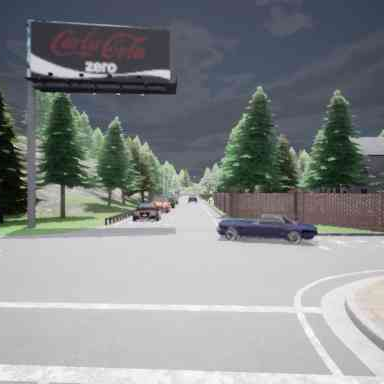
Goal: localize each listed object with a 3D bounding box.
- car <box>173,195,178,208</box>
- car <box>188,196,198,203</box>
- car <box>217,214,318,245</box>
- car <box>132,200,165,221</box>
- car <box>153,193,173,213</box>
[{"bbox_3d":[-3.554,1.221,47.235,2.150,2.045,5.566,0,0,0],"label":"car"},{"bbox_3d":[0.150,1.505,68.785,1.837,1.490,4.892,0,0,0],"label":"car"},{"bbox_3d":[3.622,1.748,16.453,4.718,1.301,1.895,1,0,15],"label":"car"},{"bbox_3d":[-3.553,1.564,26.821,1.994,1.385,4.181,0,0,-1],"label":"car"},{"bbox_3d":[-3.574,1.352,36.912,2.097,1.767,4.553,0,0,0],"label":"car"}]
